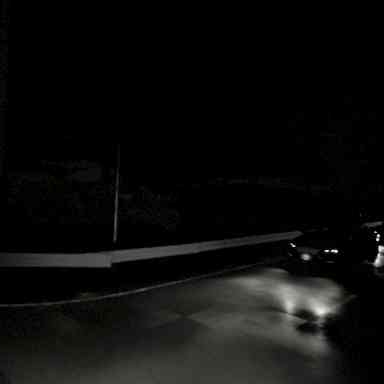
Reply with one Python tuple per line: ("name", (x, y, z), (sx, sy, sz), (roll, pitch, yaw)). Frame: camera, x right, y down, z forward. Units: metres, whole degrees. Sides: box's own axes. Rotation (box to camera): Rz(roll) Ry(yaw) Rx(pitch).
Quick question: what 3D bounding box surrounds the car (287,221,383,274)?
("car", (5.270, 1.834, 12.079), (2.128, 1.511, 4.902), (3, 0, 44))
